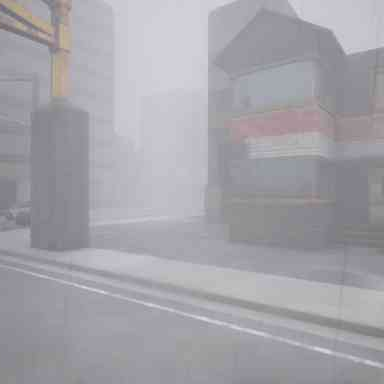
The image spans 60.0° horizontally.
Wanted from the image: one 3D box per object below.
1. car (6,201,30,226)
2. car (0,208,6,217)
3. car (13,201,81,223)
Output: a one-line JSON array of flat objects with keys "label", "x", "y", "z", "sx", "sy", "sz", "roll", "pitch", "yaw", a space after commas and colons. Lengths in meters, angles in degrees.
[{"label": "car", "x": -9.742, "y": 1.453, "z": 22.753, "sx": 2.038, "sy": 1.542, "sz": 4.974, "roll": 0, "pitch": 0, "yaw": 15}, {"label": "car", "x": -12.899, "y": 1.295, "z": 25.453, "sx": 4.536, "sy": 1.218, "sz": 1.853, "roll": 0, "pitch": 0, "yaw": -30}, {"label": "car", "x": -9.728, "y": 1.295, "z": 22.803, "sx": 1.853, "sy": 1.218, "sz": 4.536, "roll": 0, "pitch": 0, "yaw": 15}]
